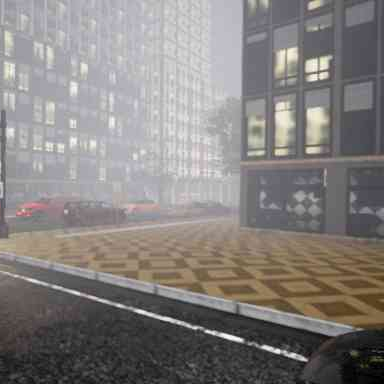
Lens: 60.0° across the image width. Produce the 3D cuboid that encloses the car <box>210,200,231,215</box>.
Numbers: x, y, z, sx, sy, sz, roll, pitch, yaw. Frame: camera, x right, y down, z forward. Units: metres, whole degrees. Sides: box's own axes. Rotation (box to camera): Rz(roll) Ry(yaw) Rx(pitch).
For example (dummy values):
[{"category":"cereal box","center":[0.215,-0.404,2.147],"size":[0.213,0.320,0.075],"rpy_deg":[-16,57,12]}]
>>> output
[{"category":"car","center":[2.857,1.951,38.210],"size":[1.802,1.307,4.206],"rpy_deg":[1,0,36]}]

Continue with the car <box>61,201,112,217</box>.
[{"category":"car","center":[-10.690,1.665,33.983],"size":[1.752,1.417,4.829],"rpy_deg":[1,0,36]}]

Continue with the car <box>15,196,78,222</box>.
[{"category":"car","center":[-11.795,1.354,28.125],"size":[2.150,2.045,5.566],"rpy_deg":[1,0,37]}]

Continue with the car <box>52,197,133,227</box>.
[{"category":"car","center":[-7.201,1.536,24.605],"size":[2.192,1.841,5.009],"rpy_deg":[0,0,36]}]

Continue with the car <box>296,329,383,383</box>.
[{"category":"car","center":[2.968,1.506,1.566],"size":[4.892,1.490,1.837],"rpy_deg":[1,0,36]}]

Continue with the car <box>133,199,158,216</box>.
[{"category":"car","center":[-5.779,1.573,36.248],"size":[2.097,1.767,4.553],"rpy_deg":[1,0,37]}]

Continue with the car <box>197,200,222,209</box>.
[{"category":"car","center":[2.819,1.902,52.253],"size":[1.947,1.339,4.313],"rpy_deg":[1,0,36]}]

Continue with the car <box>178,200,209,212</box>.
[{"category":"car","center":[0.214,1.873,44.323],"size":[1.994,1.385,4.181],"rpy_deg":[1,0,38]}]

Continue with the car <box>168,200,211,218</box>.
[{"category":"car","center":[-0.395,1.847,33.811],"size":[1.752,1.417,4.829],"rpy_deg":[0,0,36]}]
